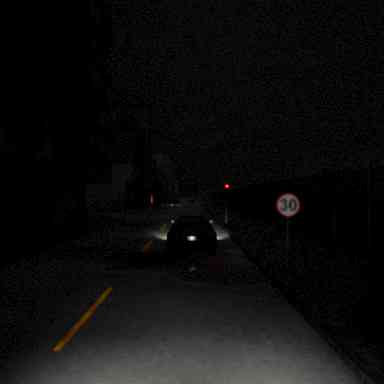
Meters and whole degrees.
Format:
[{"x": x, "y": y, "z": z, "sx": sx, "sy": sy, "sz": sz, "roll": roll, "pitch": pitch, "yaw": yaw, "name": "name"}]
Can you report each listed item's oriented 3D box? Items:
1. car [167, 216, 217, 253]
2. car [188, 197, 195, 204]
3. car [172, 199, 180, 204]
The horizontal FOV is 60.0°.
[{"x": -0.003, "y": 1.700, "z": 14.312, "sx": 1.994, "sy": 1.385, "sz": 4.181, "roll": 0, "pitch": 0, "yaw": 0, "name": "car"}, {"x": -0.055, "y": 2.299, "z": 84.845, "sx": 2.128, "sy": 1.511, "sz": 4.902, "roll": 0, "pitch": -1, "yaw": 0, "name": "car"}, {"x": -4.053, "y": 2.378, "z": 82.955, "sx": 1.895, "sy": 1.301, "sz": 4.718, "roll": 0, "pitch": -1, "yaw": 0, "name": "car"}]
